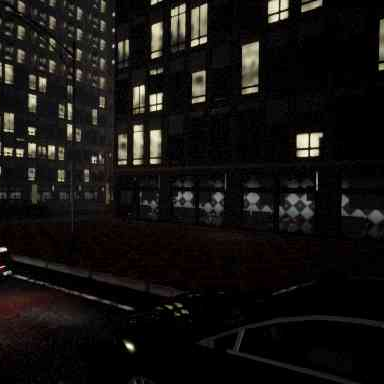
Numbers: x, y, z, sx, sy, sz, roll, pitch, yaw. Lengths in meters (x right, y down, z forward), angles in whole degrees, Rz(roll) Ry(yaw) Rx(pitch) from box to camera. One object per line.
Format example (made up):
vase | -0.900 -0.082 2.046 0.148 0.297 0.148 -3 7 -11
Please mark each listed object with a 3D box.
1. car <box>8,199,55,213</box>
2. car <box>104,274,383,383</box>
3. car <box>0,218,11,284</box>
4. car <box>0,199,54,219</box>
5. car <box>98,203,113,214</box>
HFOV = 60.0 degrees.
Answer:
car | -19.144 1.643 39.917 1.752 1.417 4.829 1 0 36
car | 1.335 1.491 2.728 4.902 1.511 2.128 0 0 35
car | -6.346 1.487 8.185 4.902 1.511 2.128 0 0 36
car | -15.635 1.519 30.546 2.192 1.841 5.009 1 0 36
car | -8.848 1.830 39.766 1.752 1.417 4.829 1 0 36
